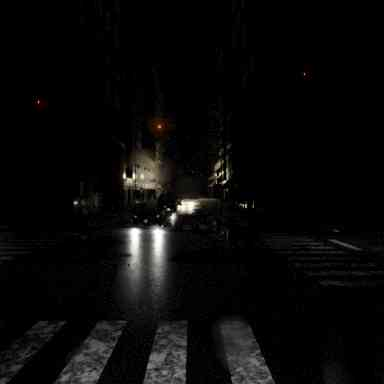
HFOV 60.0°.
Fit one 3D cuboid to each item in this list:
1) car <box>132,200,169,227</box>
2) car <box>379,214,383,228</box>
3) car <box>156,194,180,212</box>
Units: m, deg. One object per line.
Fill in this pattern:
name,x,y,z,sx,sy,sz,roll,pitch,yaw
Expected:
car,-2.860,1.520,22.873,1.812,1.442,4.674,0,0,0
car,12.342,1.282,16.851,5.009,1.841,2.192,0,0,0
car,-2.868,1.207,38.213,2.150,2.045,5.566,0,0,0
